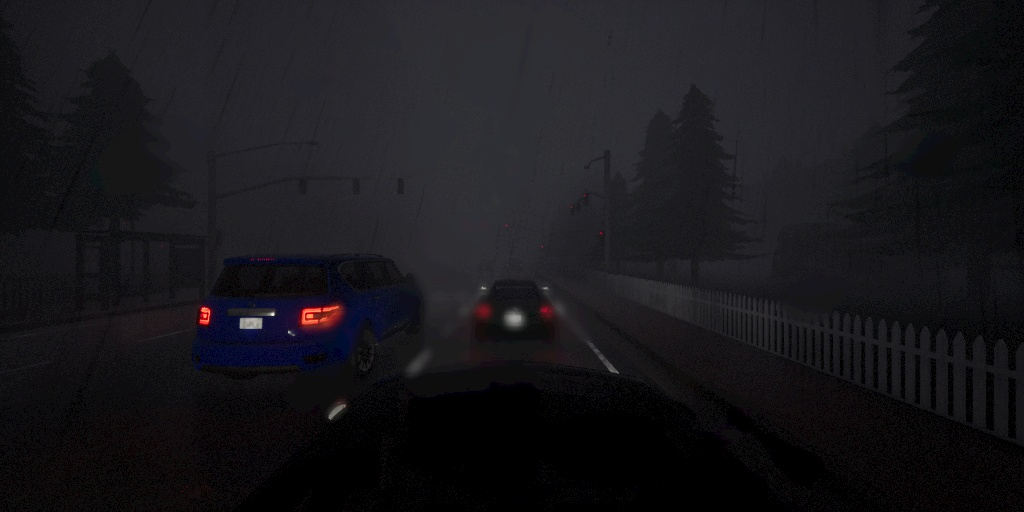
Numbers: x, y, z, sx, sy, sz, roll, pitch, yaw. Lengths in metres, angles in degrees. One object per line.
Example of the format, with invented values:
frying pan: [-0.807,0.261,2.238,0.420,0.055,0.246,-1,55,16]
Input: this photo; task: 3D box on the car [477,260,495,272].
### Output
car: [-3.220,1.244,44.315,2.128,1.511,4.902,0,0,0]

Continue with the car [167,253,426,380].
car: [-3.403,0.972,7.385,2.150,2.045,5.566,0,0,0]

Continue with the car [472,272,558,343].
car: [0.091,1.314,9.664,1.994,1.385,4.181,0,0,1]

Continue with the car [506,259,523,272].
car: [0.282,1.103,44.669,2.097,1.767,4.553,0,0,0]
